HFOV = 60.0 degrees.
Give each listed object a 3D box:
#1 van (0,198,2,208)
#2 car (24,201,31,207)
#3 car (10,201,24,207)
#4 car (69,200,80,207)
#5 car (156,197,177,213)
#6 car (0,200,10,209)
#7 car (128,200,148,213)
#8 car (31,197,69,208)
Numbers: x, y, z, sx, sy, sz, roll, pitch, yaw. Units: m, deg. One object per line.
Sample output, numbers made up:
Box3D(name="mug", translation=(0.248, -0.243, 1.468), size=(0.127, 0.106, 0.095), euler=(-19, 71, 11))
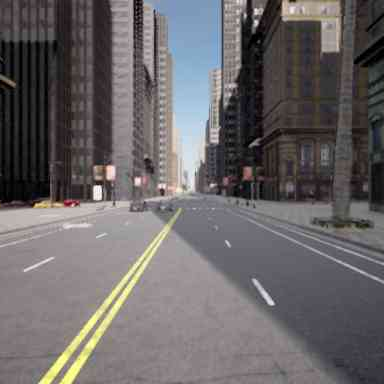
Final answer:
Box3D(name="van", translation=(-39.251, 2.141, 64.484), size=(3.998, 1.788, 1.690), euler=(-1, 1, 0))
Box3D(name="car", translation=(-29.077, 1.978, 64.451), size=(5.009, 1.841, 2.192), euler=(-1, 1, 0))
Box3D(name="car", translation=(-34.160, 2.314, 64.471), size=(4.206, 1.307, 1.802), euler=(-1, 1, 0))
Box3D(name="car", translation=(-23.986, 2.139, 64.437), size=(4.507, 1.381, 1.887), euler=(-1, 1, 0))
Box3D(name="car", translation=(-3.316, 1.694, 40.687), size=(2.128, 1.511, 4.902), euler=(0, 0, 0))
Box3D(name="car", translation=(-33.787, 2.273, 55.931), size=(4.403, 1.369, 2.008), euler=(-1, 1, 0))
Box3D(name="car", translation=(-6.565, 1.709, 40.992), size=(1.837, 1.490, 4.892), euler=(0, -1, 0))
Box3D(name="car", translation=(-23.846, 2.113, 55.909), size=(4.829, 1.417, 1.752), euler=(-1, 1, 0))
